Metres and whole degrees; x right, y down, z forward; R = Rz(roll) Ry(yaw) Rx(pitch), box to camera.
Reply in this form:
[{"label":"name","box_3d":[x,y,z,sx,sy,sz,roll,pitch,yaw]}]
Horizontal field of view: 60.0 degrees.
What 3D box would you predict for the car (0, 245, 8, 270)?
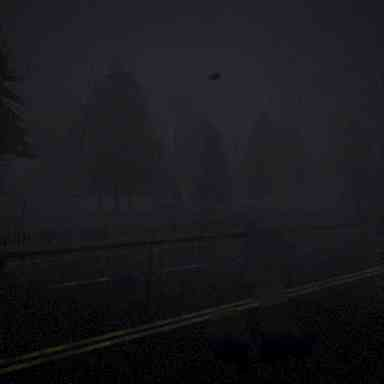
[{"label":"car","box_3d":[-7.228,1.529,7.451,5.357,1.411,2.033,1,0,-35]}]
